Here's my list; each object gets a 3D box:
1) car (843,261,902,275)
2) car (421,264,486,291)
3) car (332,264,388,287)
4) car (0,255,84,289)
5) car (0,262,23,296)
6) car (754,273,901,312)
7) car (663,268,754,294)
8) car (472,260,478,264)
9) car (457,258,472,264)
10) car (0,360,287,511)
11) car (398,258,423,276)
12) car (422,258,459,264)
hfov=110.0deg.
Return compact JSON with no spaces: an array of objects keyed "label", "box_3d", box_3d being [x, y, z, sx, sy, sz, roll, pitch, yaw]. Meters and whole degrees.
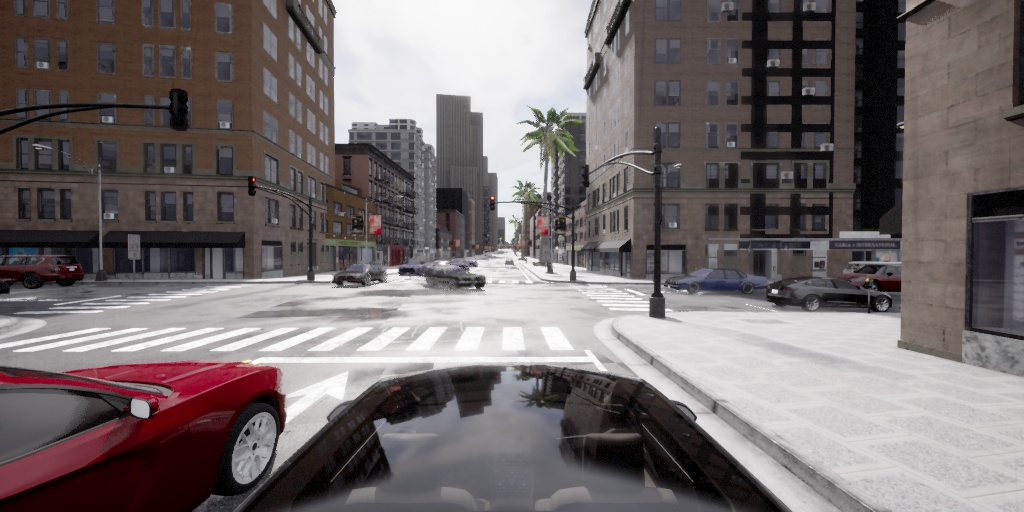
[{"label":"car","box_3d":[21.177,1.279,20.682,4.553,1.767,2.097,0,1,0]},{"label":"car","box_3d":[-3.529,1.338,21.884,1.895,1.301,4.718,0,0,-37]},{"label":"car","box_3d":[-10.012,1.217,24.157,2.033,1.411,5.357,0,0,-1]},{"label":"car","box_3d":[-27.277,0.836,19.927,5.009,1.841,2.192,0,0,-9]},{"label":"car","box_3d":[-24.033,1.126,14.593,4.892,1.490,1.837,1,1,-9]},{"label":"car","box_3d":[12.864,1.513,14.727,4.313,1.339,1.948,0,0,0]},{"label":"car","box_3d":[11.707,1.400,20.673,5.357,1.411,2.033,0,1,0]},{"label":"car","box_3d":[-7.006,1.319,62.046,1.895,1.301,4.718,0,0,0]},{"label":"car","box_3d":[-6.927,1.088,47.031,2.097,1.767,4.553,0,0,0]},{"label":"car","box_3d":[-3.144,1.228,1.490,1.882,1.535,5.008,0,0,1]},{"label":"car","box_3d":[-10.109,1.093,36.937,2.097,1.767,4.553,0,0,0]},{"label":"car","box_3d":[-6.841,1.233,34.807,2.128,1.511,4.902,0,0,0]}]
